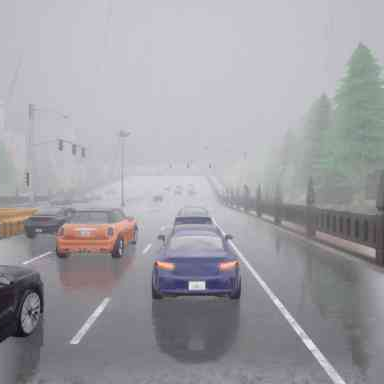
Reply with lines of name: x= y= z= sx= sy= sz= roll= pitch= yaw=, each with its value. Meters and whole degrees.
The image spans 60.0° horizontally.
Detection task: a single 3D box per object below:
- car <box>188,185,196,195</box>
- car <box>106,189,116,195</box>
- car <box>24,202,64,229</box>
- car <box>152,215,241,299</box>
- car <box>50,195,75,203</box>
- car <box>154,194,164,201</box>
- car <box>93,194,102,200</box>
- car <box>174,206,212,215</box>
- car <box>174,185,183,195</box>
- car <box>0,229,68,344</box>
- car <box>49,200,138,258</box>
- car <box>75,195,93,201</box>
car: x=-0.098 y=-0.069 z=86.023 sx=1.882 sy=1.535 sz=5.008 roll=0 pitch=7 yaw=0
car: x=-21.097 y=-0.083 z=86.457 sx=2.128 sy=1.511 sz=4.902 roll=0 pitch=6 yaw=0
car: x=-6.940 y=1.505 z=17.477 sx=1.837 sy=1.490 sz=4.892 roll=0 pitch=0 yaw=0
car: x=0.083 y=1.526 z=8.305 sx=1.812 sy=1.442 sz=4.674 roll=0 pitch=0 yaw=0
car: x=-21.189 y=1.351 z=53.797 sx=2.097 sy=1.767 sz=4.553 roll=0 pitch=0 yaw=0
car: x=-7.111 y=1.187 z=71.362 sx=1.837 sy=1.490 sz=4.892 roll=0 pitch=3 yaw=0
car: x=-21.143 y=1.149 z=72.917 sx=1.994 sy=1.385 sz=4.181 roll=0 pitch=3 yaw=0
car: x=0.062 y=1.478 z=17.636 sx=1.882 sy=1.535 sz=5.008 roll=0 pitch=0 yaw=0
car: x=-3.598 y=-0.047 z=86.036 sx=1.837 sy=1.490 sz=4.892 roll=0 pitch=7 yaw=0
car: x=-3.410 y=1.492 z=3.720 sx=2.128 sy=1.511 sz=4.902 roll=0 pitch=0 yaw=0
car: x=-3.428 y=1.352 z=12.836 sx=2.097 sy=1.767 sz=4.553 roll=0 pitch=0 yaw=0
car: x=-21.159 y=1.506 z=63.181 sx=2.033 sy=1.411 sz=5.357 roll=0 pitch=1 yaw=0
